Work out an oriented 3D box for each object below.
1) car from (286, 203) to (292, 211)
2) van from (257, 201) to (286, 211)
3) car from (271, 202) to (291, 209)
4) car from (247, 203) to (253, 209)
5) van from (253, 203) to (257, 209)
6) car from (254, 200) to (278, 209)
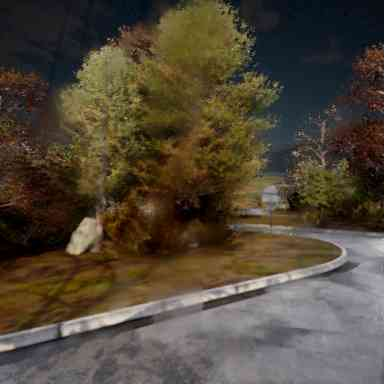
[{"bbox_3d":[18.441,3.096,68.575,1.946,1.575,5.366,2,-1,-37],"label":"car"},{"bbox_3d":[16.044,2.802,67.121,1.878,1.987,4.442,2,-1,-37],"label":"van"},{"bbox_3d":[23.527,3.577,88.161,2.185,1.767,4.553,3,-2,-38],"label":"car"},{"bbox_3d":[11.502,3.049,78.908,2.185,1.767,4.553,2,-1,-37],"label":"car"},{"bbox_3d":[13.966,3.040,80.688,1.878,1.987,4.442,2,-2,-37],"label":"van"},{"bbox_3d":[18.822,3.220,84.527,2.435,2.045,5.566,2,-2,-38],"label":"car"}]
